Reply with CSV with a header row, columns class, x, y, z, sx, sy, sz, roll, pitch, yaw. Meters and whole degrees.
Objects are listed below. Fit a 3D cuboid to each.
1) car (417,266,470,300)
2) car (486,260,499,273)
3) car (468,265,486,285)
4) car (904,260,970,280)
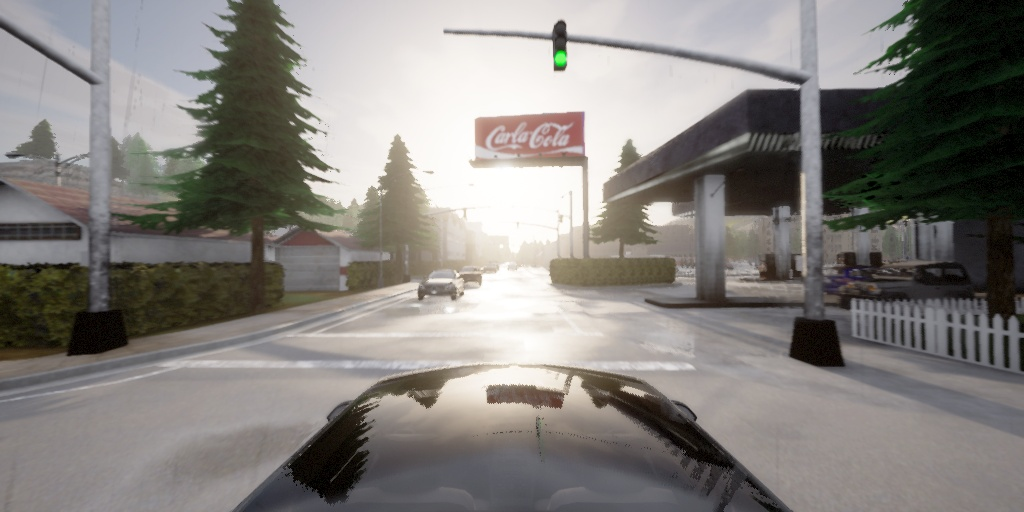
class,x,y,z,sx,sy,sz,roll,pitch,yaw
car,-3.574,1.444,18.863,1.812,1.442,4.674,1,-1,0
car,-3.464,1.870,57.353,1.882,1.535,5.008,-1,-1,0
car,-3.332,1.551,29.155,1.882,1.535,5.008,0,-2,-3
car,43.187,1.377,35.790,5.357,1.411,2.033,-1,-1,0
